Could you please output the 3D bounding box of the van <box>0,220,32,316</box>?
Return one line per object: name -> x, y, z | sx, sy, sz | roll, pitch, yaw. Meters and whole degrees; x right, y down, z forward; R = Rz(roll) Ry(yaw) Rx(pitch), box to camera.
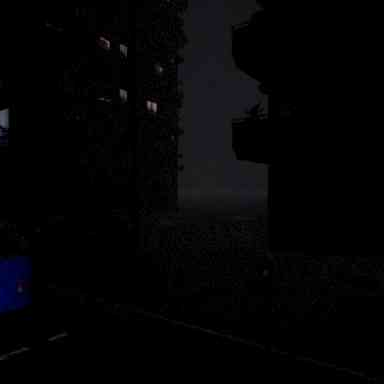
van -> -4.681, 1.344, 6.213 | 3.998, 1.788, 1.690 | 0, 0, 35
